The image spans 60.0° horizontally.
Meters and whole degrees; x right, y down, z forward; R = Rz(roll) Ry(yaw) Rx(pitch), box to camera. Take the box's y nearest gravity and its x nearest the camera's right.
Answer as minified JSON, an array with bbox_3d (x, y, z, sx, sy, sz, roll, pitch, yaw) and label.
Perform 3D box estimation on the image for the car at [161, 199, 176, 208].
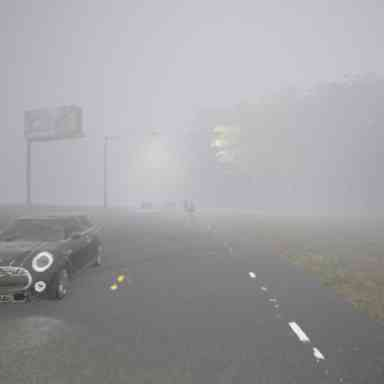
[{"bbox_3d":[-3.777,1.937,55.218,1.837,1.490,4.892,0,-1,-8],"label":"car"}]

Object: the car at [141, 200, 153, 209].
[{"bbox_3d":[-6.896,1.947,51.048,1.895,1.301,4.718,0,-1,-7],"label":"car"}]

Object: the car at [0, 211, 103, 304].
[{"bbox_3d":[-3.741,1.352,8.332,2.097,1.767,4.553,0,0,-1],"label":"car"}]

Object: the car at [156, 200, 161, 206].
[{"bbox_3d":[-6.818,2.468,73.746,2.033,1.411,5.357,0,-2,-11],"label":"car"}]

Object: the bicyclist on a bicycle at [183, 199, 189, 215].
[{"bbox_3d":[-0.664,1.579,35.467,0.582,1.620,1.656,0,-1,-5],"label":"bicyclist on a bicycle"}]

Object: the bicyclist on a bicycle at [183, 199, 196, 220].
[{"bbox_3d":[-0.031,1.516,27.249,0.866,1.612,1.509,0,0,-4],"label":"bicyclist on a bicycle"}]
